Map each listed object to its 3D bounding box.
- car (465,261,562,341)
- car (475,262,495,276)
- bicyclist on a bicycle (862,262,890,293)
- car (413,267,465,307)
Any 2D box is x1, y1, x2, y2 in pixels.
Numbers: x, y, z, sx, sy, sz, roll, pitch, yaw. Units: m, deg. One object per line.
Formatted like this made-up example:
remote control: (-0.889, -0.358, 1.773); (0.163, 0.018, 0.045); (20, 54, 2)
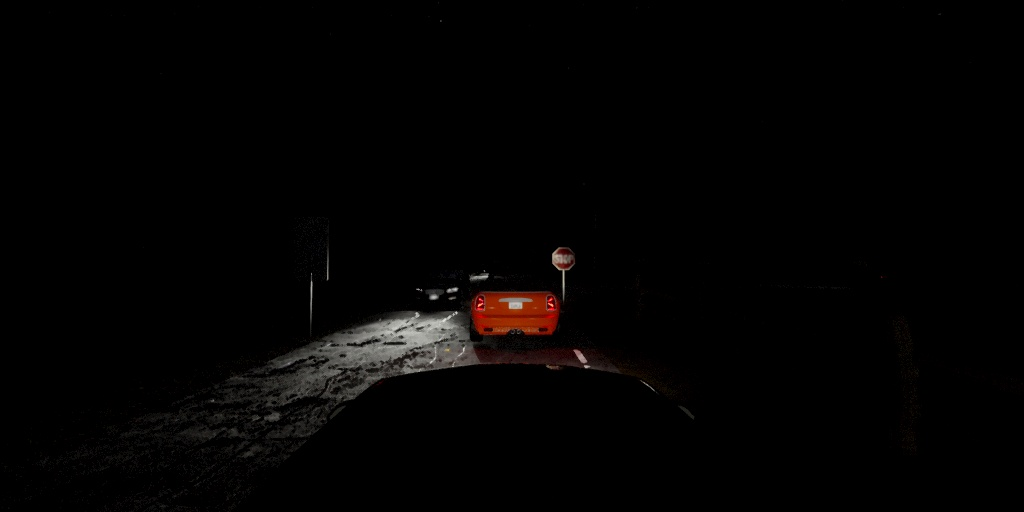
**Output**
car: (0.081, 1.110, 10.005); (2.097, 1.767, 4.553); (0, 0, 0)
car: (-2.915, 1.405, 39.600); (1.994, 1.385, 4.181); (0, 0, -1)
bicyclist on a bicycle: (19.882, 1.166, 19.560); (0.582, 1.620, 1.656); (0, 0, 0)
car: (-2.875, 1.257, 15.620); (2.128, 1.511, 4.902); (0, 0, 0)
